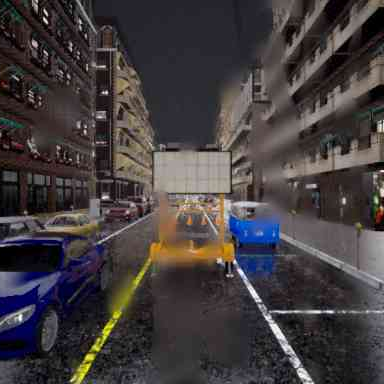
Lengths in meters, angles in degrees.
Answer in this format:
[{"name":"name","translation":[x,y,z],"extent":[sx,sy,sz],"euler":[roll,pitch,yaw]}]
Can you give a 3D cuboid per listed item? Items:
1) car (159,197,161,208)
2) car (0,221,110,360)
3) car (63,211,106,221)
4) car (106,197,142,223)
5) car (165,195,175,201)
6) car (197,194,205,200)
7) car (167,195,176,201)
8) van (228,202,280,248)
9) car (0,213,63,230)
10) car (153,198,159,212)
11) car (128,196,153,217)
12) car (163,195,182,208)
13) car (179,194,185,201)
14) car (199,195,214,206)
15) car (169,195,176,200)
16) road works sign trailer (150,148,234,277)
[{"name":"car","translation":[-5.337,1.586,47.697],"extent":[1.802,1.307,4.206],"euler":[1,0,0]},{"name":"car","translation":[-2.855,1.527,6.135],"extent":[1.812,1.442,4.674],"euler":[0,0,0]},{"name":"car","translation":[-5.316,1.527,14.233],"extent":[1.752,1.417,4.829],"euler":[1,0,0]},{"name":"car","translation":[-5.322,1.443,25.501],"extent":[1.967,1.590,4.097],"euler":[1,0,0]},{"name":"car","translation":[-5.356,1.552,80.991],"extent":[2.008,1.369,4.403],"euler":[1,0,0]},{"name":"car","translation":[2.519,1.440,92.115],"extent":[1.967,1.590,4.097],"euler":[1,0,0]},{"name":"car","translation":[-5.360,1.567,86.540],"extent":[1.947,1.339,4.313],"euler":[1,0,0]},{"name":"van","translation":[2.566,1.343,14.427],"extent":[1.690,1.788,3.998],"euler":[1,0,0]},{"name":"car","translation":[-5.312,1.442,8.854],"extent":[1.967,1.590,4.097],"euler":[1,0,0]},{"name":"car","translation":[-5.327,1.319,36.599],"extent":[2.192,1.841,5.009],"euler":[1,0,0]},{"name":"car","translation":[-5.324,1.319,31.050],"extent":[2.192,1.841,5.009],"euler":[1,0,0]},{"name":"car","translation":[-2.878,1.568,47.590],"extent":[1.994,1.385,4.181],"euler":[0,0,0]},{"name":"car","translation":[-2.803,1.352,87.184],"extent":[2.097,1.767,4.553],"euler":[0,0,0]},{"name":"car","translation":[2.542,1.444,53.271],"extent":[1.967,1.590,4.097],"euler":[1,0,0]},{"name":"car","translation":[-5.363,1.582,92.089],"extent":[1.802,1.307,4.206],"euler":[1,0,0]},{"name":"road works sign trailer","translation":[0.000,0.466,10.229],"extent":[2.380,3.560,2.880],"euler":[0,0,0]}]
